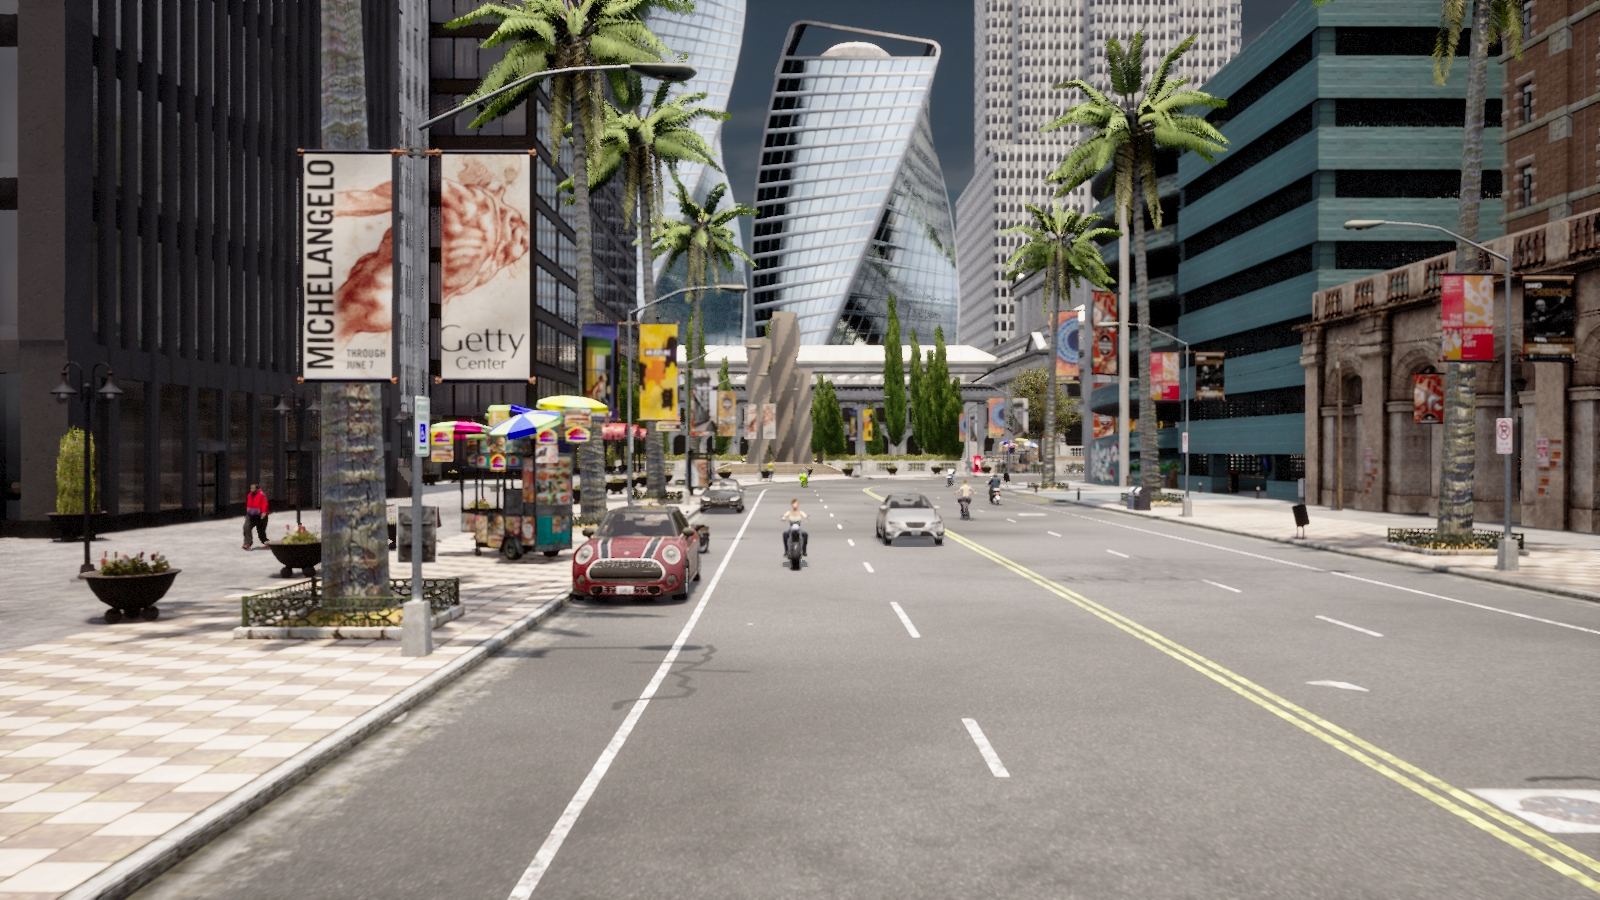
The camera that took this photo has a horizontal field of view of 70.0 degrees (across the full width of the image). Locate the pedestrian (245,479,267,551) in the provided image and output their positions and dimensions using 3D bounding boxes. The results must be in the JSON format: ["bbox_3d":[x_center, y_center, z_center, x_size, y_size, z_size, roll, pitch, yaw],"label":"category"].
[{"bbox_3d":[-14.387,1.710,30.227,0.375,1.860,0.375,0,0,12],"label":"pedestrian"}]

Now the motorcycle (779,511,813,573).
[{"bbox_3d":[-0.109,2.171,27.340,0.764,1.277,2.356,0,0,-1],"label":"motorcycle"}]

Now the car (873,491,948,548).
[{"bbox_3d":[3.295,2.067,34.829,1.816,1.474,4.193,0,0,-1],"label":"car"}]

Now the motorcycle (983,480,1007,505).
[{"bbox_3d":[10.003,2.184,58.671,0.856,1.236,1.805,0,0,-1],"label":"motorcycle"}]
